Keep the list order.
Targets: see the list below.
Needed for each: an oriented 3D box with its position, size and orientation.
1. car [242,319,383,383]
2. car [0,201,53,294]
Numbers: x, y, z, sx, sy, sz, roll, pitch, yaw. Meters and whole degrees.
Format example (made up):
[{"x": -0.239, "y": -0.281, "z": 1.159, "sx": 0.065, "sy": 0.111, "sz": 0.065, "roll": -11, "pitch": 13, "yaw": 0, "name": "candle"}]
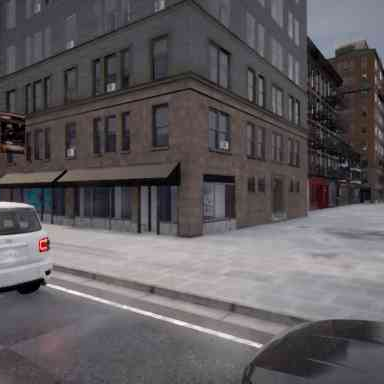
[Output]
[{"x": 2.605, "y": 1.505, "z": 1.829, "sx": 4.892, "sy": 1.490, "sz": 1.837, "roll": 0, "pitch": 0, "yaw": 36, "name": "car"}, {"x": -5.465, "y": 1.222, "z": 7.574, "sx": 5.566, "sy": 2.045, "sz": 2.150, "roll": 0, "pitch": 0, "yaw": 36, "name": "car"}]
